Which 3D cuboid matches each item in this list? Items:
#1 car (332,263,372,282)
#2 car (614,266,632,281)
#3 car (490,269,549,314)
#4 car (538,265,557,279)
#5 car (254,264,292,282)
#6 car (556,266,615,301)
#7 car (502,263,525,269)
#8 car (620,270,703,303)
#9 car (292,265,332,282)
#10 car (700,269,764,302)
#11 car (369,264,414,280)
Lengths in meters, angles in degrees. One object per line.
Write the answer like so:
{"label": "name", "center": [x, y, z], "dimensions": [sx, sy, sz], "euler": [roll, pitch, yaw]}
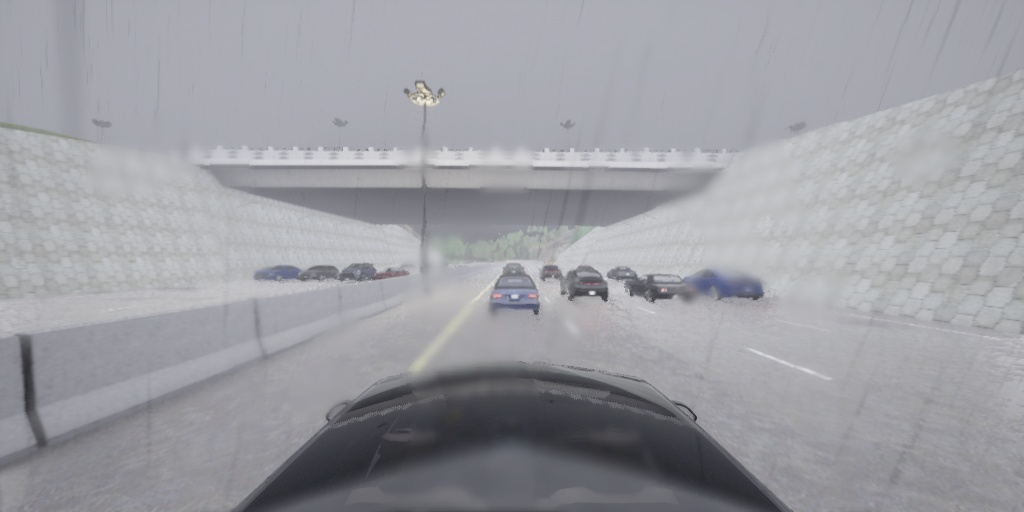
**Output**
{"label": "car", "center": [-14.038, 1.412, 32.805], "dimensions": [2.097, 1.767, 4.553], "euler": [0, -1, 0]}
{"label": "car", "center": [10.660, 1.675, 35.027], "dimensions": [1.994, 1.385, 4.181], "euler": [0, -1, 0]}
{"label": "car", "center": [0.116, 1.431, 14.489], "dimensions": [2.033, 1.411, 5.357], "euler": [0, -1, 0]}
{"label": "car", "center": [3.659, 1.602, 34.431], "dimensions": [1.837, 1.490, 4.892], "euler": [0, -1, 0]}
{"label": "car", "center": [-21.038, 1.527, 32.594], "dimensions": [1.882, 1.535, 5.008], "euler": [0, -1, 0]}
{"label": "car", "center": [3.626, 1.437, 18.582], "dimensions": [1.837, 1.490, 4.892], "euler": [0, 0, 0]}
{"label": "car", "center": [0.158, 1.442, 34.110], "dimensions": [2.097, 1.767, 4.553], "euler": [0, -1, 0]}
{"label": "car", "center": [7.124, 1.526, 17.665], "dimensions": [1.895, 1.301, 4.718], "euler": [0, -1, 0]}
{"label": "car", "center": [-17.537, 1.561, 32.894], "dimensions": [1.837, 1.490, 4.892], "euler": [0, -1, 0]}
{"label": "car", "center": [10.625, 1.416, 18.512], "dimensions": [1.882, 1.535, 5.008], "euler": [0, -1, 0]}
{"label": "car", "center": [-10.543, 1.653, 31.738], "dimensions": [1.895, 1.301, 4.718], "euler": [0, -1, 0]}
